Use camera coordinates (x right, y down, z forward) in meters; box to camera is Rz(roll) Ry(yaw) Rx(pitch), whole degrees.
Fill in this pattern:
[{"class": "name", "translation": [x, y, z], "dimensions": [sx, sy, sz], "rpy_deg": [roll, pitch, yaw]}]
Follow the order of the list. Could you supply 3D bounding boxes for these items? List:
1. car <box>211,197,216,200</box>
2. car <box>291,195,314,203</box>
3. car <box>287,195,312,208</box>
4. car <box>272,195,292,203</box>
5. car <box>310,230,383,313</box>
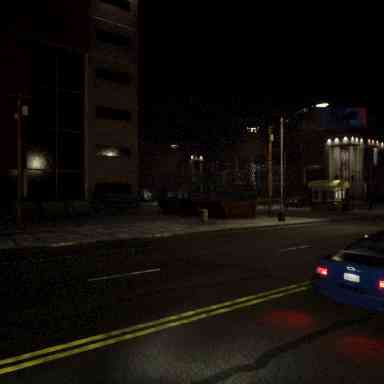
[{"class": "car", "translation": [4.040, 1.575, 60.500], "dimensions": [4.718, 1.301, 1.895], "rpy_deg": [0, 0, -36]}, {"class": "car", "translation": [21.667, 1.420, 65.059], "dimensions": [4.674, 1.452, 2.002], "rpy_deg": [0, 0, -36]}, {"class": "car", "translation": [14.835, 1.254, 45.971], "dimensions": [4.553, 1.767, 2.185], "rpy_deg": [0, 0, -36]}, {"class": "car", "translation": [18.744, 1.452, 69.049], "dimensions": [3.806, 1.475, 1.970], "rpy_deg": [0, 0, -36]}, {"class": "car", "translation": [4.852, 1.547, 7.292], "dimensions": [5.357, 1.411, 2.033], "rpy_deg": [0, 0, -35]}]
